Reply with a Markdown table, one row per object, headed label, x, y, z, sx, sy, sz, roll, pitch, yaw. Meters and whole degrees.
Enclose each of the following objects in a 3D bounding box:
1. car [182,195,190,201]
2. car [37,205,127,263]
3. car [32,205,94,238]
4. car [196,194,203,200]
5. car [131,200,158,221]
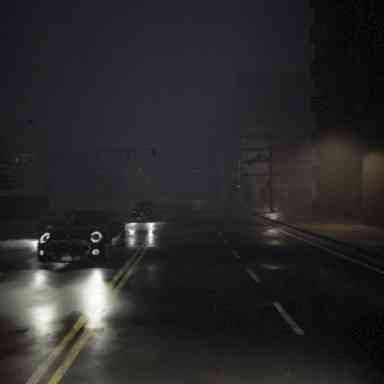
| label | x | y | z | sx | sy | sz | roll | pitch | yaw |
| --- | --- | --- | --- | --- | --- | --- | --- | --- | --- |
| car | -1.568 | 1.416 | 85.980 | 1.994 | 1.385 | 4.181 | -1 | 0 | -1 |
| car | -3.787 | 1.403 | 12.166 | 2.097 | 1.767 | 4.553 | -1 | 0 | -1 |
| car | -7.407 | 1.606 | 19.668 | 1.837 | 1.490 | 4.892 | -1 | 0 | -1 |
| car | 1.931 | 1.311 | 86.045 | 1.837 | 1.490 | 4.892 | -1 | 0 | -1 |
| car | -3.997 | 1.463 | 28.422 | 1.837 | 1.490 | 4.892 | -1 | 0 | -1 |
